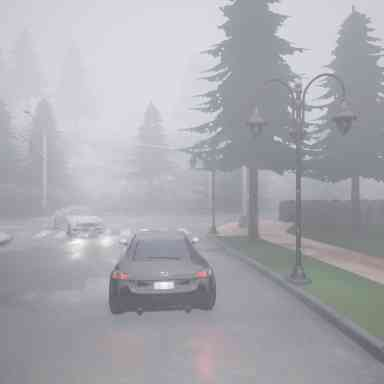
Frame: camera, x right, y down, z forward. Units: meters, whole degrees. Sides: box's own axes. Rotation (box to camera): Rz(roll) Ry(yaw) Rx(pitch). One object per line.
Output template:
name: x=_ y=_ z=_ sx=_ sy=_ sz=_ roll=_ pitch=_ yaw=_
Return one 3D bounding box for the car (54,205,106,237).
car: x=-6.276 y=1.492 z=18.387 sx=1.812 sy=1.442 sz=4.674 roll=2 pitch=0 yaw=-35

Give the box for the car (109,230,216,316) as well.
car: x=-0.724 y=1.564 z=7.670 sx=1.994 sy=1.385 sz=4.181 roll=0 pitch=0 yaw=-7
